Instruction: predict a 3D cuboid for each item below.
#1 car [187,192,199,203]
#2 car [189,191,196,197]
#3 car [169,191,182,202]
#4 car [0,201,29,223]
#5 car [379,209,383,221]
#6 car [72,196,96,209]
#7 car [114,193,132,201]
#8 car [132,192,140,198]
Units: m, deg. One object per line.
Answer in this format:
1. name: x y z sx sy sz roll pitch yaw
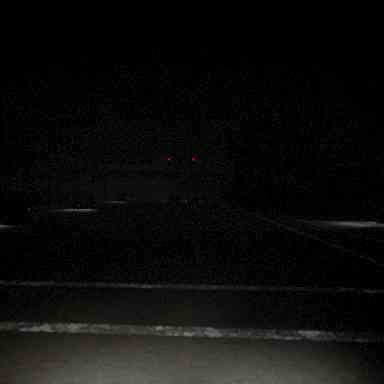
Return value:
1. car: 0.121 1.167 60.571 1.812 1.442 4.674 0 1 0
2. car: 0.030 0.617 87.812 1.812 1.442 4.674 0 1 0
3. car: -3.378 1.048 64.684 1.882 1.535 5.008 0 1 0
4. car: -14.093 1.478 25.051 1.837 1.490 4.892 0 0 0
5. car: 15.840 1.338 23.556 4.553 1.767 2.097 0 0 -1
6. car: -14.081 1.372 43.692 1.837 1.490 4.892 0 1 0
7. car: -13.996 1.094 65.947 2.033 1.411 5.357 0 1 0
8. car: -13.973 0.743 80.964 1.812 1.442 4.674 0 1 0
